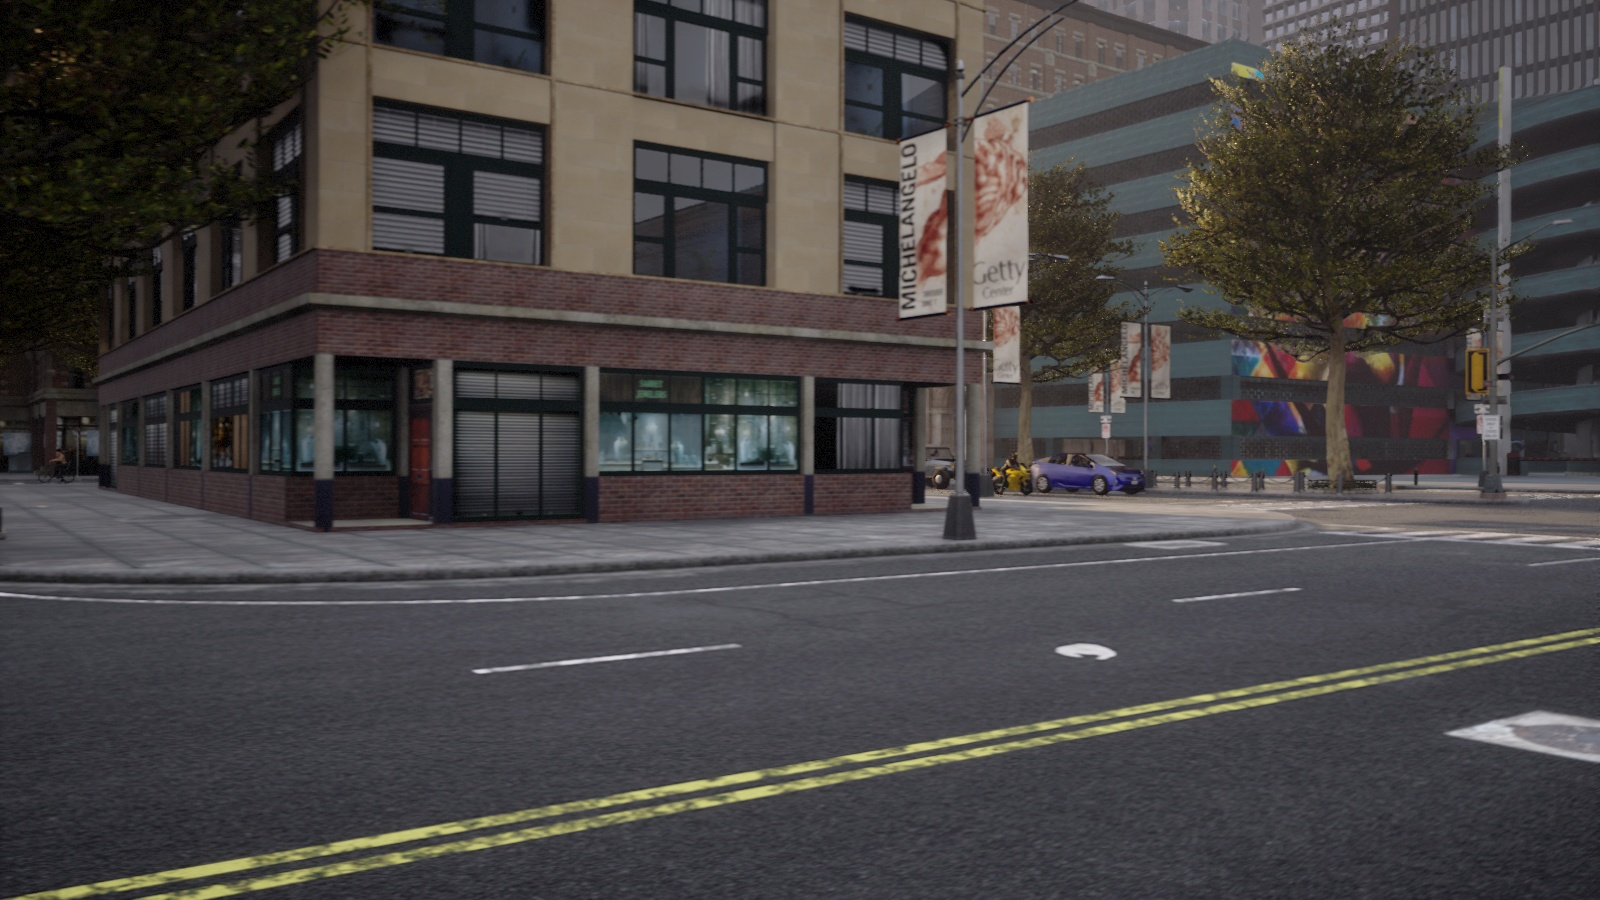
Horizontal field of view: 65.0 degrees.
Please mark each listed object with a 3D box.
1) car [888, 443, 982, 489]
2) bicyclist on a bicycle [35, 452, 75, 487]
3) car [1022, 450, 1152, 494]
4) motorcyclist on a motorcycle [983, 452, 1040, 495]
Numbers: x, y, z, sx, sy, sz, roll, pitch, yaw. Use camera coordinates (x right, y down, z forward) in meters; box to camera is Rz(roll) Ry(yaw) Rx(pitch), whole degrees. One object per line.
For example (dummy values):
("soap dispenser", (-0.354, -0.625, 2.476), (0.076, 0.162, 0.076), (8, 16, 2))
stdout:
("car", (5.713, 0.660, 53.458), (1.905, 1.878, 3.866), (0, 0, -34))
("bicyclist on a bicycle", (-35.015, 0.900, 59.014), (1.509, 1.612, 0.866), (0, 0, -37))
("car", (10.589, 0.783, 46.590), (2.007, 1.525, 4.514), (0, 0, -35))
("motorcyclist on a motorcycle", (7.522, 0.821, 44.783), (0.797, 1.523, 2.044), (0, 0, -35))
